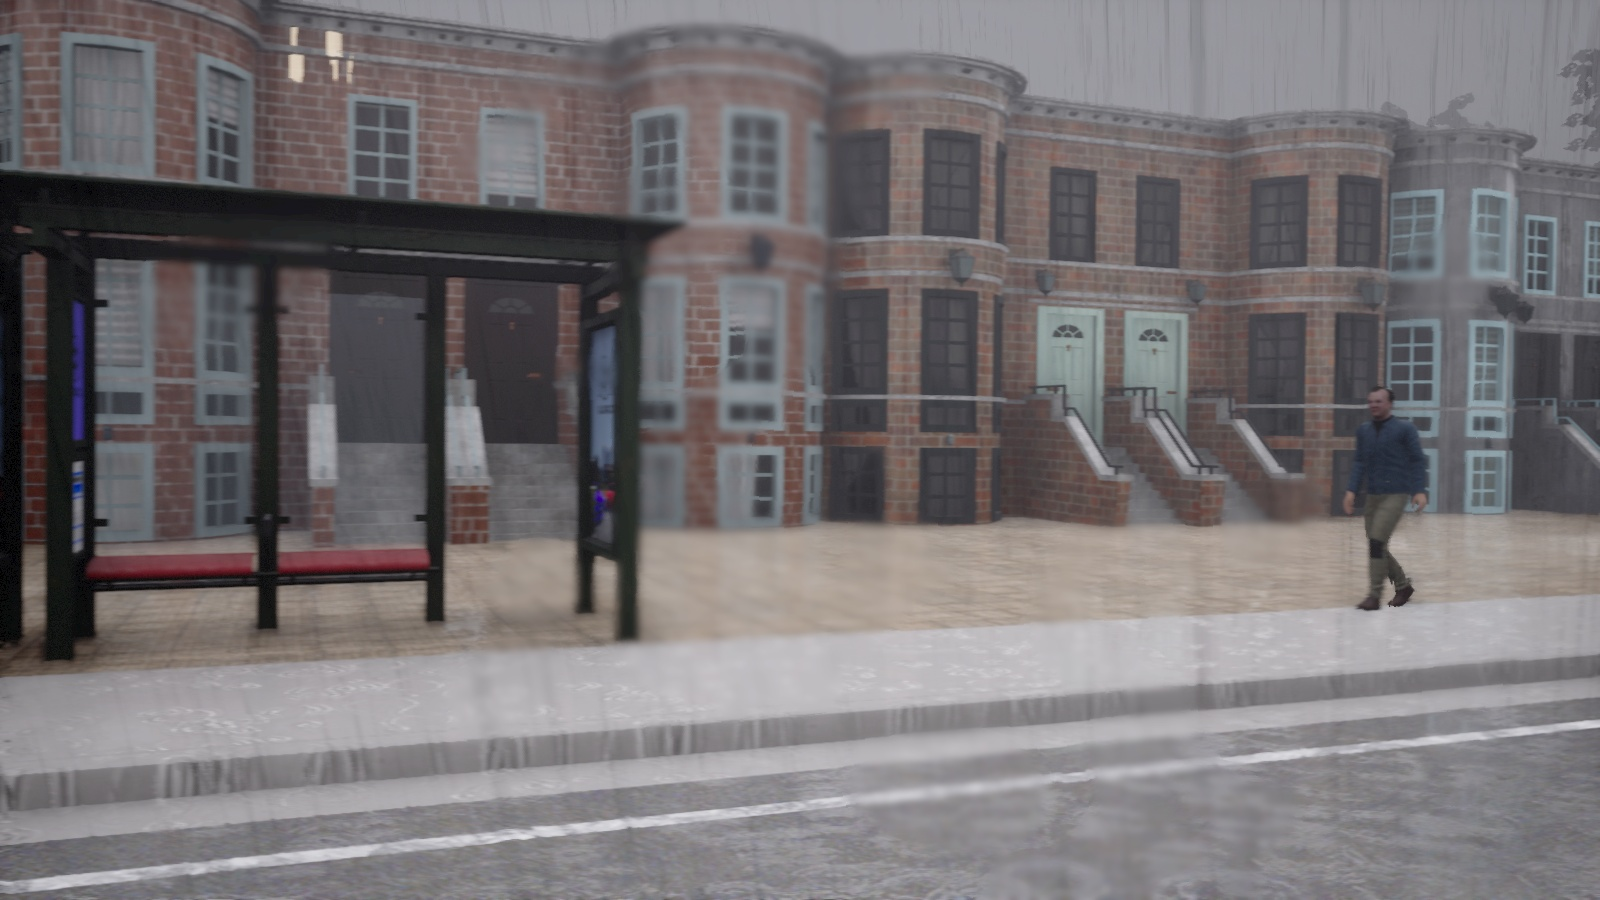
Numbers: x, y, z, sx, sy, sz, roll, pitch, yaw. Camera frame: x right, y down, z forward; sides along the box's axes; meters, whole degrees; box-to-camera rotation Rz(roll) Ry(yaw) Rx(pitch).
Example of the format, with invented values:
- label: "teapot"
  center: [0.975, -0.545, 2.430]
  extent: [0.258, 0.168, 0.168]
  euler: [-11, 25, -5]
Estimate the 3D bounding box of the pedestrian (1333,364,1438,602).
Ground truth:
- label: "pedestrian"
  center: [4.681, 0.246, 10.043]
  extent: [0.726, 1.842, 0.402]
  euler: [-1, 1, -29]
